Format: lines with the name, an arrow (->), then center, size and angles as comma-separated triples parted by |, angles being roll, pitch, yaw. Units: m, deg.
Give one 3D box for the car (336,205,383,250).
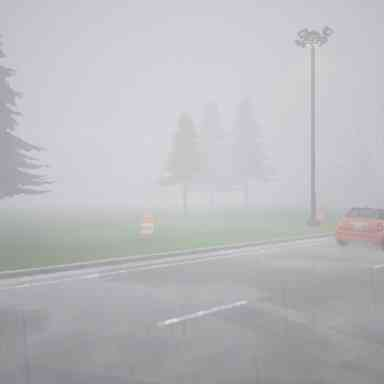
car -> 8.184, 1.363, 14.134 | 4.553, 1.767, 2.097 | 0, 0, -35
